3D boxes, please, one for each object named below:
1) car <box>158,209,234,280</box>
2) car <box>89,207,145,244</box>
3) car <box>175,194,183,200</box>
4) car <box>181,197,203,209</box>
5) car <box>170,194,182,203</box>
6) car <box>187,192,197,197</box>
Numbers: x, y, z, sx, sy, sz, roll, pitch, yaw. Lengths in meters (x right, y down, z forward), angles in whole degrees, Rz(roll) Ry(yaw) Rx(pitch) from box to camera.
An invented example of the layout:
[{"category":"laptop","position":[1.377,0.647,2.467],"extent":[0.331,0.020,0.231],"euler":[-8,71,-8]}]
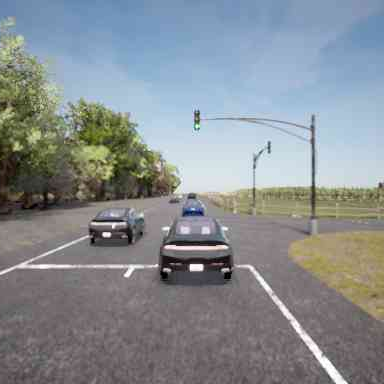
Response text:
[{"category":"car","position":[0.102,1.479,9.876],"extent":[2.128,1.511,4.902],"euler":[0,0,0]},{"category":"car","position":[-3.397,1.473,15.690],"extent":[2.128,1.511,4.902],"euler":[0,0,0]},{"category":"car","position":[-3.491,1.341,87.562],"extent":[1.882,1.535,5.008],"euler":[0,0,0]},{"category":"car","position":[0.103,1.520,32.493],"extent":[1.994,1.385,4.181],"euler":[0,0,0]},{"category":"car","position":[-3.394,1.446,66.701],"extent":[2.033,1.411,5.357],"euler":[0,0,0]},{"category":"car","position":[0.010,1.096,83.597],"extent":[2.150,2.045,5.566],"euler":[0,0,0]}]
